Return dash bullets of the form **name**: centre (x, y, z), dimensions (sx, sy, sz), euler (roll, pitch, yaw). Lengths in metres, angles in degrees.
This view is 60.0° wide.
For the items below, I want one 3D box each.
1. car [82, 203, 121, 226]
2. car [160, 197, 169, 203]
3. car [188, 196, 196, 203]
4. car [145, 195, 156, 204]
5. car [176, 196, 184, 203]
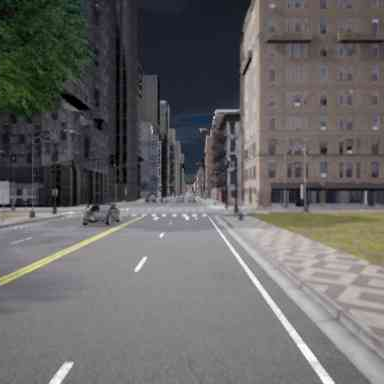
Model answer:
- **car**: centre (-6.553, 1.620, 24.472), dimensions (1.837, 1.490, 4.892), euler (0, -1, 0)
- **car**: centre (-6.498, 1.927, 78.633), dimensions (1.837, 1.490, 4.892), euler (0, 0, 0)
- **car**: centre (0.002, 2.023, 86.320), dimensions (1.994, 1.385, 4.181), euler (0, 0, 0)
- **car**: centre (-9.748, 1.652, 78.605), dimensions (2.150, 2.045, 5.566), euler (0, 0, 0)
- **car**: centre (-3.248, 2.003, 85.487), dimensions (2.033, 1.411, 5.357), euler (0, 0, 0)
